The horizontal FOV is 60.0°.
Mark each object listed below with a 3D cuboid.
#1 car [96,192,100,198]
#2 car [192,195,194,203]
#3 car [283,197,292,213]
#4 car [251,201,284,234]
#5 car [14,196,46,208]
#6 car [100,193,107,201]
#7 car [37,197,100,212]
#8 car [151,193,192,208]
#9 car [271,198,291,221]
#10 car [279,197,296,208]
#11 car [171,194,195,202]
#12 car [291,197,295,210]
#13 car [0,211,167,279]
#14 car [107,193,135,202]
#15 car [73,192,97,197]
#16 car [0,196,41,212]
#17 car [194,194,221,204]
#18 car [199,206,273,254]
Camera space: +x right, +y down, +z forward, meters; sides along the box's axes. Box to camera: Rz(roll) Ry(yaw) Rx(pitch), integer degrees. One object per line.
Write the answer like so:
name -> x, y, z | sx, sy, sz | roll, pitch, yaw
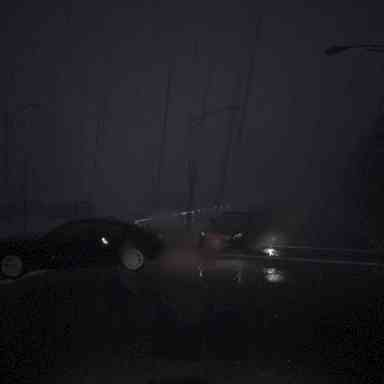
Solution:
car -> -21.607, 1.300, 68.010 | 3.806, 1.475, 1.970 | 0, 0, 19
car -> -2.262, 1.054, 44.614 | 3.866, 1.878, 1.905 | 0, 0, 19
car -> 7.864, 1.488, 30.434 | 1.837, 1.490, 4.892 | 0, 0, 19
car -> 4.036, 1.491, 19.237 | 1.837, 1.490, 4.892 | 0, 0, 19
car -> -21.533, 1.274, 44.304 | 3.633, 1.501, 1.845 | 0, 0, 19
car -> -19.954, 1.016, 70.958 | 3.866, 1.878, 1.905 | 0, 0, 19
car -> -8.942, 1.356, 24.187 | 3.633, 1.501, 1.845 | 0, 0, 19
car -> -2.810, 1.076, 41.731 | 4.605, 1.855, 1.932 | 0, 0, 19
car -> 5.967, 1.476, 24.877 | 2.128, 1.511, 4.902 | 0, 0, 19
car -> 13.716, 1.471, 47.584 | 2.128, 1.511, 4.902 | 0, 0, 19
car -> -1.853, 1.260, 68.644 | 4.514, 1.523, 2.007 | 0, 0, 19
car -> 9.924, 1.546, 36.465 | 1.994, 1.385, 4.181 | 0, 0, 19
car -> -3.251, 1.475, 9.829 | 5.008, 1.535, 1.882 | 0, 0, -15
car -> -13.569, 1.048, 65.307 | 4.605, 1.855, 1.932 | 0, 0, 19
car -> -18.265, 1.250, 53.748 | 4.514, 1.523, 2.007 | 0, 0, 19
car -> -15.003, 1.356, 29.404 | 3.806, 1.475, 1.970 | 0, 0, 19
car -> 1.869, 1.128, 56.723 | 5.027, 1.636, 2.152 | 0, 0, 19
car -> 1.871, 1.515, 13.836 | 1.812, 1.442, 4.674 | 0, 0, 25
